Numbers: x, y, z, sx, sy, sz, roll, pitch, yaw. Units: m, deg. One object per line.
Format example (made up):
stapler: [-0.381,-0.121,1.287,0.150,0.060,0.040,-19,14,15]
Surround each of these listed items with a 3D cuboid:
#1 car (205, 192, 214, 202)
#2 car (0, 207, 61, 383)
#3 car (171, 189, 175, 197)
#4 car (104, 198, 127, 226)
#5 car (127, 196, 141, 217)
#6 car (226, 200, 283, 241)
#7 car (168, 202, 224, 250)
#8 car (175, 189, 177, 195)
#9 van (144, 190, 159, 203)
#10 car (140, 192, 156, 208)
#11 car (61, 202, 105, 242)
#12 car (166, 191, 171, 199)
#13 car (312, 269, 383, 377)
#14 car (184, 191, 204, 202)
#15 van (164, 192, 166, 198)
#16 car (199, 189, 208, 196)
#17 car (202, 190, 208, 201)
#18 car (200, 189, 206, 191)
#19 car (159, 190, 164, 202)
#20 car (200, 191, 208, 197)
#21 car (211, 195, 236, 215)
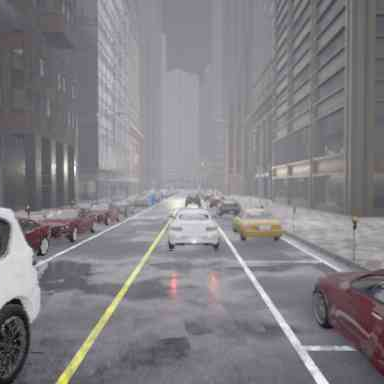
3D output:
car: [2.872,1.055,37.713,1.887,1.381,4.507,-1,1,0]
car: [-3.099,1.192,2.230,2.150,2.045,5.566,0,1,0]
car: [-5.629,0.527,77.084,1.947,1.339,4.313,-1,1,0]
car: [-5.664,1.278,20.841,1.887,1.381,4.507,-1,1,0]
car: [-5.660,1.210,26.465,2.008,1.369,4.403,-1,1,0]
car: [2.858,1.329,15.387,1.752,1.417,4.829,-1,1,0]
car: [0.052,1.356,13.287,1.812,1.442,4.674,0,1,0]
car: [-5.623,0.364,88.331,1.947,1.339,4.313,-1,1,0]
van: [-5.652,0.775,43.334,1.690,1.788,3.998,-1,1,0]
car: [-5.653,1.061,37.713,2.008,1.369,4.403,-1,1,0]
car: [-5.667,1.351,15.217,1.887,1.381,4.507,-1,1,0]
car: [-5.636,0.705,65.835,1.802,1.307,4.206,-1,1,0]
car: [2.852,1.531,3.969,1.802,1.307,4.206,-1,1,0]
car: [0.124,0.974,40.781,1.837,1.490,4.892,0,1,0]
van: [-5.645,0.622,54.584,1.690,1.788,3.998,-1,1,0]
car: [2.900,0.113,88.325,2.192,1.841,5.009,-1,1,0]
car: [2.882,0.825,54.585,1.887,1.381,4.507,-1,1,0]
car: [2.885,0.642,60.208,1.967,1.590,4.097,-1,1,0]
car: [-5.648,0.798,48.961,1.967,1.590,4.097,-1,1,0]
car: [2.900,0.446,82.705,1.947,1.339,4.313,-1,1,0]
car: [2.865,1.210,26.466,2.008,1.369,4.403,-1,1,0]
